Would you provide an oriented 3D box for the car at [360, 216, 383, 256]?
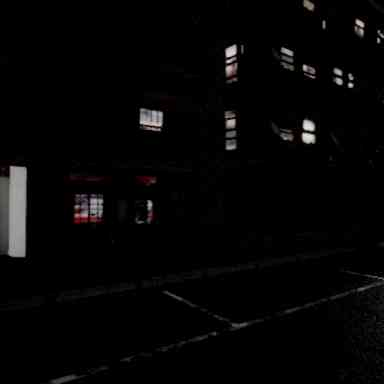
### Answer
[{"bbox_3d":[8.444,1.469,12.567,5.009,1.841,2.192,1,0,-35],"label":"car"}]
